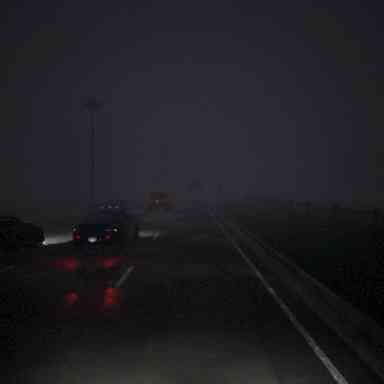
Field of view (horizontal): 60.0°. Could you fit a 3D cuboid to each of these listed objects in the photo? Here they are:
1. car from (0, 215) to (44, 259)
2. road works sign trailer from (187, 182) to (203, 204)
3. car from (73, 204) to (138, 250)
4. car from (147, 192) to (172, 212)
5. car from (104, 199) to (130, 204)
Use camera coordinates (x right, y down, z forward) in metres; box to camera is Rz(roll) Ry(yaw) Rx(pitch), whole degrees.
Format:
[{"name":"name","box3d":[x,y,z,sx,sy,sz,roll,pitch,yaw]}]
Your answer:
[{"name":"car","box3d":[-6.885,1.478,11.566,1.994,1.385,4.181,0,0,0]},{"name":"road works sign trailer","box3d":[0.560,0.089,51.629,2.380,3.560,2.880,0,0,6]},{"name":"car","box3d":[-3.396,1.425,13.628,1.812,1.442,4.674,0,0,0]},{"name":"car","box3d":[-3.355,0.967,34.864,2.150,2.045,5.566,0,0,0]},{"name":"car","box3d":[-6.861,1.326,30.125,2.033,1.411,5.357,0,0,0]}]
